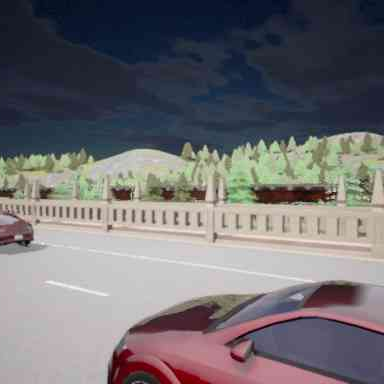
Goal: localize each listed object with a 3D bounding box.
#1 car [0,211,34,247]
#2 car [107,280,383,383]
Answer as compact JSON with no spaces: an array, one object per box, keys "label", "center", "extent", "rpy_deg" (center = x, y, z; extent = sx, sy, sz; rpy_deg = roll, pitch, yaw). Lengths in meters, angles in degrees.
[{"label":"car","center":[-8.173,1.460,13.180],"extent":[4.674,1.442,1.812],"rpy_deg":[0,0,32]},{"label":"car","center":[1.195,1.548,2.937],"extent":[4.181,1.385,1.994],"rpy_deg":[0,0,35]}]
